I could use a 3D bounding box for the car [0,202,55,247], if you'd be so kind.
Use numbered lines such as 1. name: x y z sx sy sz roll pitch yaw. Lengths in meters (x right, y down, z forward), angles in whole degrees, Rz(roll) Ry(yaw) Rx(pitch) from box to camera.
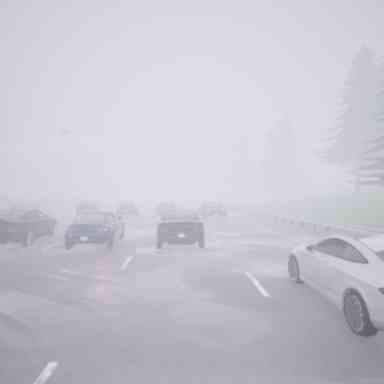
1. car: -7.594 1.445 14.849 1.882 1.535 5.008 0 0 -4

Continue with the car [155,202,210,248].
1. car: -0.561 1.434 14.636 1.882 1.535 5.008 0 0 -4

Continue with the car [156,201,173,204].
1. car: -2.304 1.476 30.181 1.994 1.385 4.181 0 0 -8

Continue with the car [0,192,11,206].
1. car: -31.439 1.112 53.797 2.150 2.045 5.566 0 0 -10

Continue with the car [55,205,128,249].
1. car: -4.059 1.489 14.285 1.812 1.442 4.674 0 0 -4

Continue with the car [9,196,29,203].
1. car: -27.901 1.389 53.856 1.837 1.490 4.892 0 0 -10

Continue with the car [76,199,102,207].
1. car: -9.476 1.400 30.890 1.882 1.535 5.008 0 0 -9

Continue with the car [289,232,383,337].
1. car: 3.384 1.500 6.482 1.812 1.442 4.674 0 0 -2

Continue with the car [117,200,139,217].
1. car: -5.888 1.443 30.423 1.812 1.442 4.674 0 0 -9

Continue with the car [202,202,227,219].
1. car: 1.557 1.512 28.100 1.895 1.301 4.718 0 0 -7

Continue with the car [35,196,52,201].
1. car: -24.602 1.378 55.262 1.837 1.490 4.892 0 0 -10
